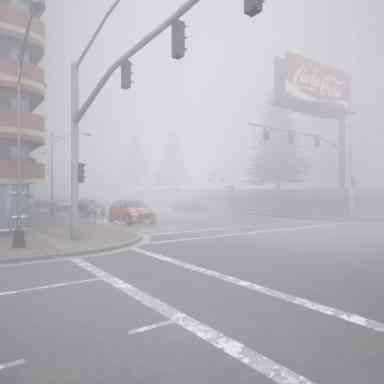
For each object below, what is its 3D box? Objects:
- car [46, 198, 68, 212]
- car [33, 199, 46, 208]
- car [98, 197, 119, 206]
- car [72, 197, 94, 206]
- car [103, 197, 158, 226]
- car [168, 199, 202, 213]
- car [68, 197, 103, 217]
[{"bbox_3d":[-15.323,1.478,39.107,1.882,1.535,5.008,0,0,-36],"label":"car"},{"bbox_3d":[-21.261,1.601,47.367,1.895,1.301,4.718,0,0,-35],"label":"car"},{"bbox_3d":[-13.886,1.525,55.342,1.812,1.442,4.674,0,0,-36],"label":"car"},{"bbox_3d":[-18.230,1.547,55.370,2.033,1.411,5.357,0,0,-36],"label":"car"},{"bbox_3d":[-4.315,1.352,23.899,2.097,1.767,4.553,0,0,-36],"label":"car"},{"bbox_3d":[-0.863,1.505,37.355,1.837,1.490,4.892,0,0,-36],"label":"car"},{"bbox_3d":[-9.652,1.491,31.265,2.128,1.511,4.902,0,0,-36],"label":"car"}]
